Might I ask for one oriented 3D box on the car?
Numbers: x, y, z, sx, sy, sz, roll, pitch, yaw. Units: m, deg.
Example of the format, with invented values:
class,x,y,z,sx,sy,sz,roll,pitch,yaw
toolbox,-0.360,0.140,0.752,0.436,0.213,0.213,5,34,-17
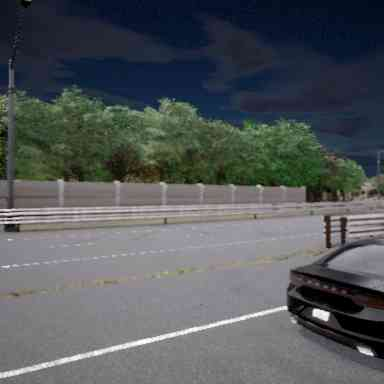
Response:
class,x,y,z,sx,sy,sz,roll,pitch,yaw
car,3.880,1.536,5.802,5.008,1.535,1.882,0,-1,-31
